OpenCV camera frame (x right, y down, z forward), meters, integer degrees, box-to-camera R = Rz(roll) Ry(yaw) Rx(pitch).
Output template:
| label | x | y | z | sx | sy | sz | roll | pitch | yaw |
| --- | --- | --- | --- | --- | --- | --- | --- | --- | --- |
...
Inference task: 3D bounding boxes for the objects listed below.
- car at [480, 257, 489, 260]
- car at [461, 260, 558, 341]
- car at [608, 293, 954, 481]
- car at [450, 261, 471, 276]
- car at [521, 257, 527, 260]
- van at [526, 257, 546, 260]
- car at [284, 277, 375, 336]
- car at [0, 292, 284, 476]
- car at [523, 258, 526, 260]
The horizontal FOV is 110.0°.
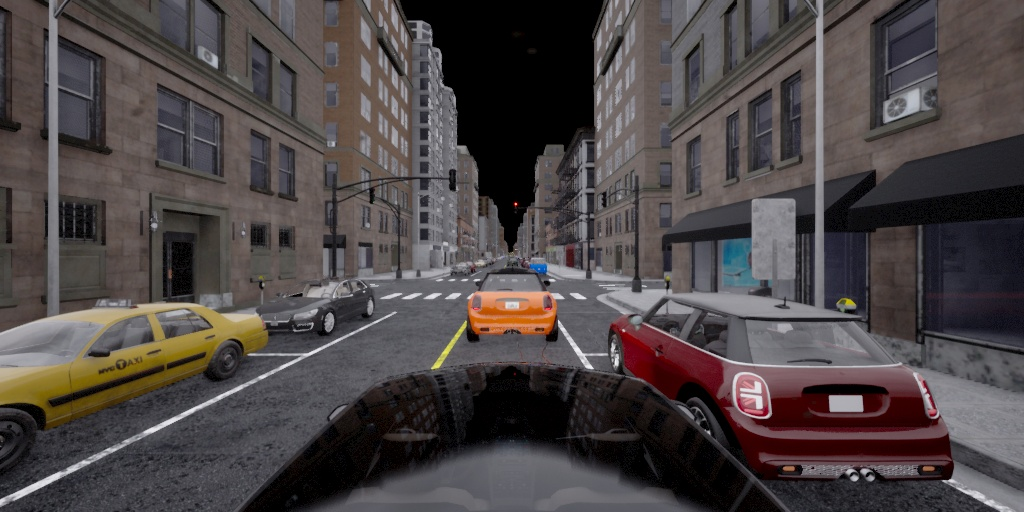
| label | x | y | z | sx | sy | sz | roll | pitch | yaw |
| --- | --- | --- | --- | --- | --- | --- | --- | --- | --- |
| car | -5.299 | 1.267 | 59.934 | 1.751 | 1.417 | 4.829 | 0 | 0 | 0 |
| car | 0.023 | 1.102 | 9.993 | 2.097 | 1.767 | 4.553 | 0 | 0 | 0 |
| car | 2.642 | 1.190 | 4.773 | 1.967 | 1.591 | 4.097 | 0 | 0 | 0 |
| car | -5.333 | 1.298 | 37.376 | 2.007 | 1.370 | 4.403 | 0 | 0 | 0 |
| car | 2.726 | 1.324 | 60.098 | 1.802 | 1.307 | 4.207 | 0 | 0 | 0 |
| van | 2.692 | 1.088 | 37.373 | 1.690 | 1.789 | 3.998 | 0 | 0 | 0 |
| car | -5.375 | 1.300 | 10.295 | 2.007 | 1.370 | 4.403 | 0 | 0 | 0 |
| car | -5.383 | 1.275 | 4.606 | 1.751 | 1.417 | 4.829 | 0 | 0 | 0 |
| car | 2.709 | 1.328 | 48.735 | 1.802 | 1.307 | 4.207 | 0 | 0 | 0 |
